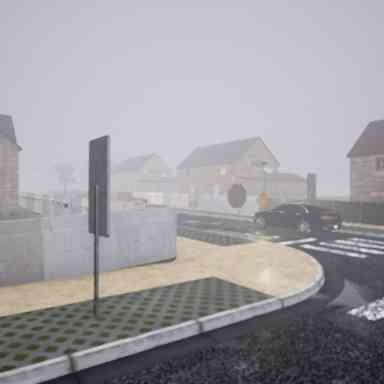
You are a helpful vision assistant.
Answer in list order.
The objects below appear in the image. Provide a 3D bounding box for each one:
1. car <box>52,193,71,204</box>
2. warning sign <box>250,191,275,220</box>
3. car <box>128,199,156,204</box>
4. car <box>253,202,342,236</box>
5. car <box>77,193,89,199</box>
[{"bbox_3d":[-16.910,0.806,43.420,1.895,1.301,4.718,0,1,-35],"label":"car"},{"bbox_3d":[4.741,0.848,22.350,1.300,1.860,1.060,-1,1,-36],"label":"warning sign"},{"bbox_3d":[-3.643,1.180,24.846,1.895,1.301,4.718,0,1,-36],"label":"car"},{"bbox_3d":[5.330,1.305,17.445,1.837,1.490,4.892,2,0,-34],"label":"car"},{"bbox_3d":[-13.796,0.789,43.938,2.033,1.411,5.357,0,1,-35],"label":"car"}]
